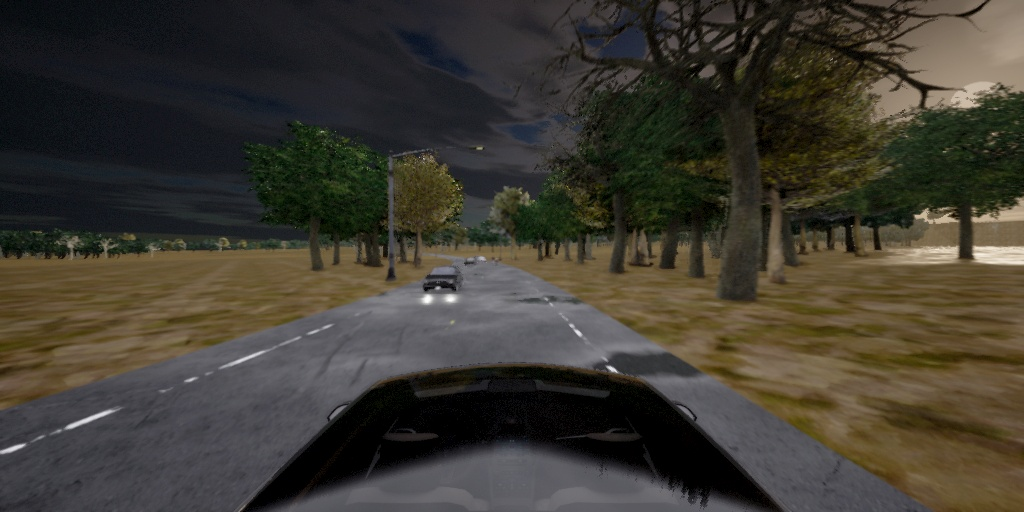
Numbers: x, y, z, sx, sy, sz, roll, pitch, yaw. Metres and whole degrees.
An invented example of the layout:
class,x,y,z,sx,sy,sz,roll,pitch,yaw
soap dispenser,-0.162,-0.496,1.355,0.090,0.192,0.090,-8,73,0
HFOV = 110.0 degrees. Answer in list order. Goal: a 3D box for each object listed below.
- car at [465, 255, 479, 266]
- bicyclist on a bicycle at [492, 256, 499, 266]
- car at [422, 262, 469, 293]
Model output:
class,x,y,z,sx,sy,sz,roll,pitch,yaw
car,-7.216,0.954,62.520,1.882,1.535,5.008,0,1,-6
bicyclist on a bicycle,-2.598,0.910,61.487,0.866,1.612,1.509,0,0,-7
car,-3.953,1.298,21.375,2.033,1.411,5.357,0,0,-2
